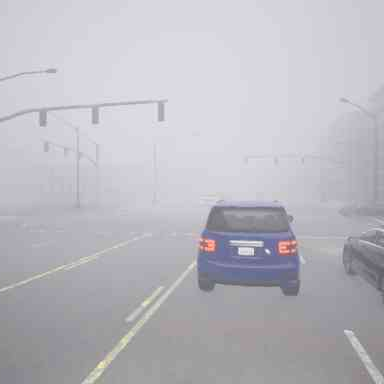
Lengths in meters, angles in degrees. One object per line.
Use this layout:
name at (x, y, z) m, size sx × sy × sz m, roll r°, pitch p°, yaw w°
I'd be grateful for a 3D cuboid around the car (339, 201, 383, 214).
car at (14.984, 1.473, 27.796) m, size 4.902 × 1.511 × 2.128 m, roll 1°, pitch 1°, yaw 23°

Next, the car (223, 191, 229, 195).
car at (4.721, 0.924, 57.791) m, size 2.150 × 2.045 × 5.566 m, roll 0°, pitch 1°, yaw 12°

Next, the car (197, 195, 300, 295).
car at (1.544, 1.221, 8.964) m, size 2.150 × 2.045 × 5.566 m, roll 0°, pitch 0°, yaw 11°

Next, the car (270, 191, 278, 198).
car at (20.909, 0.609, 84.589) m, size 1.837 × 1.490 × 4.892 m, roll 0°, pitch 1°, yaw 11°

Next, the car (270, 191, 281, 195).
car at (18.927, 0.707, 74.740) m, size 2.097 × 1.767 × 4.553 m, roll 0°, pitch 1°, yaw 11°

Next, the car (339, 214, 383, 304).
car at (4.806, 1.492, 7.432) m, size 2.128 × 1.511 × 4.902 m, roll 0°, pitch 0°, yaw 11°

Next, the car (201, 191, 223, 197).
car at (2.643, 1.079, 47.512) m, size 2.150 × 2.045 × 5.566 m, roll 0°, pitch 1°, yaw 11°

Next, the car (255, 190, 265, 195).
car at (15.504, 0.904, 75.469) m, size 1.994 × 1.385 × 4.181 m, roll 0°, pitch 1°, yaw 11°

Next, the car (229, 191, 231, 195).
car at (6.834, 0.741, 67.926) m, size 2.150 × 2.045 × 5.566 m, roll 0°, pitch 1°, yaw 12°
